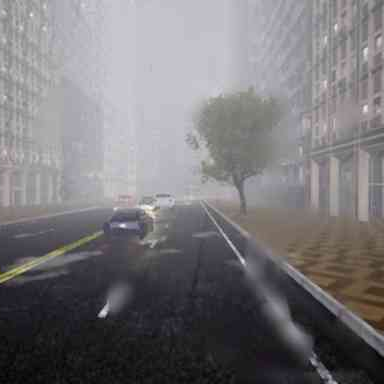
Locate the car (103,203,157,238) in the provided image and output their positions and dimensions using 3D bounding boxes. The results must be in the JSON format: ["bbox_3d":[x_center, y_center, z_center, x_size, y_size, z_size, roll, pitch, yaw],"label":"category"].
[{"bbox_3d":[-3.142,1.495,17.102,1.994,1.385,4.181,0,0,0],"label":"car"}]

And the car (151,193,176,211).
[{"bbox_3d":[-3.132,1.068,38.735,2.150,2.045,5.566,0,0,0],"label":"car"}]

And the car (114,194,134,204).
[{"bbox_3d":[-9.794,1.160,48.111,2.097,1.767,4.553,0,0,0],"label":"car"}]

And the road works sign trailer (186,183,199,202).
[{"bbox_3d":[0.126,0.143,64.490,2.380,3.560,2.880,3,-3,1],"label":"road works sign trailer"}]

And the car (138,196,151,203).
[{"bbox_3d":[-6.548,1.312,47.995,1.837,1.490,4.892,0,1,0],"label":"car"}]
